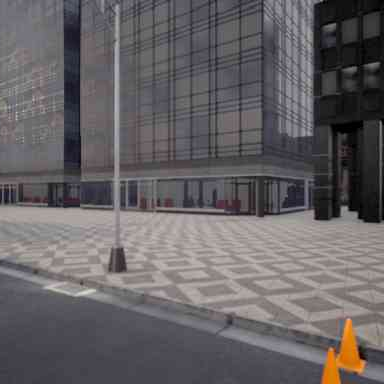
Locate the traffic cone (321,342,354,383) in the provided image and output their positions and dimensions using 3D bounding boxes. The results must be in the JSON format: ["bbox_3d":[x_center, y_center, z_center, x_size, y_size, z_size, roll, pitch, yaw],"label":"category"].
[{"bbox_3d":[1.477,1.956,3.529,0.340,0.580,0.340,0,0,35],"label":"traffic cone"}]

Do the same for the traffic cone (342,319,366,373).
[{"bbox_3d":[2.055,1.956,4.346,0.340,0.580,0.340,0,0,35],"label":"traffic cone"}]
